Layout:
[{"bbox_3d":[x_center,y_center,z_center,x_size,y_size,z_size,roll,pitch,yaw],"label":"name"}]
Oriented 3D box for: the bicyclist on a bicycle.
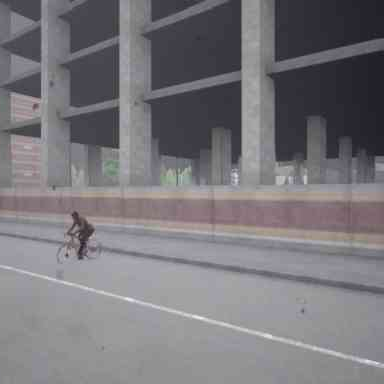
[{"bbox_3d":[-3.533,1.434,10.505,0.582,1.620,1.656,0,2,35],"label":"bicyclist on a bicycle"}]
